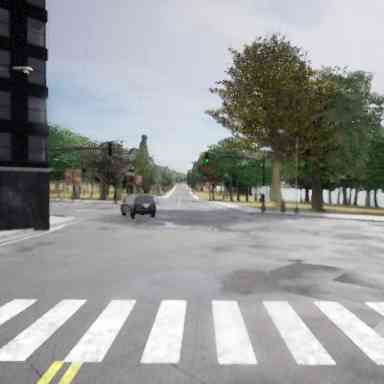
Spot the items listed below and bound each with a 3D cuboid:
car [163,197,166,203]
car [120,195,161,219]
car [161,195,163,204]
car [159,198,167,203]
[{"bbox_3d":[-7.839,1.731,79.996,2.150,2.045,5.566,0,-1,-2],"label":"car"},{"bbox_3d":[-4.983,1.283,30.477,2.150,2.045,5.566,0,1,-25],"label":"car"},{"bbox_3d":[-7.425,1.820,66.844,1.882,1.535,5.008,0,-1,-2],"label":"car"},{"bbox_3d":[-8.297,2.320,94.577,1.895,1.301,4.718,0,-1,-2],"label":"car"}]
